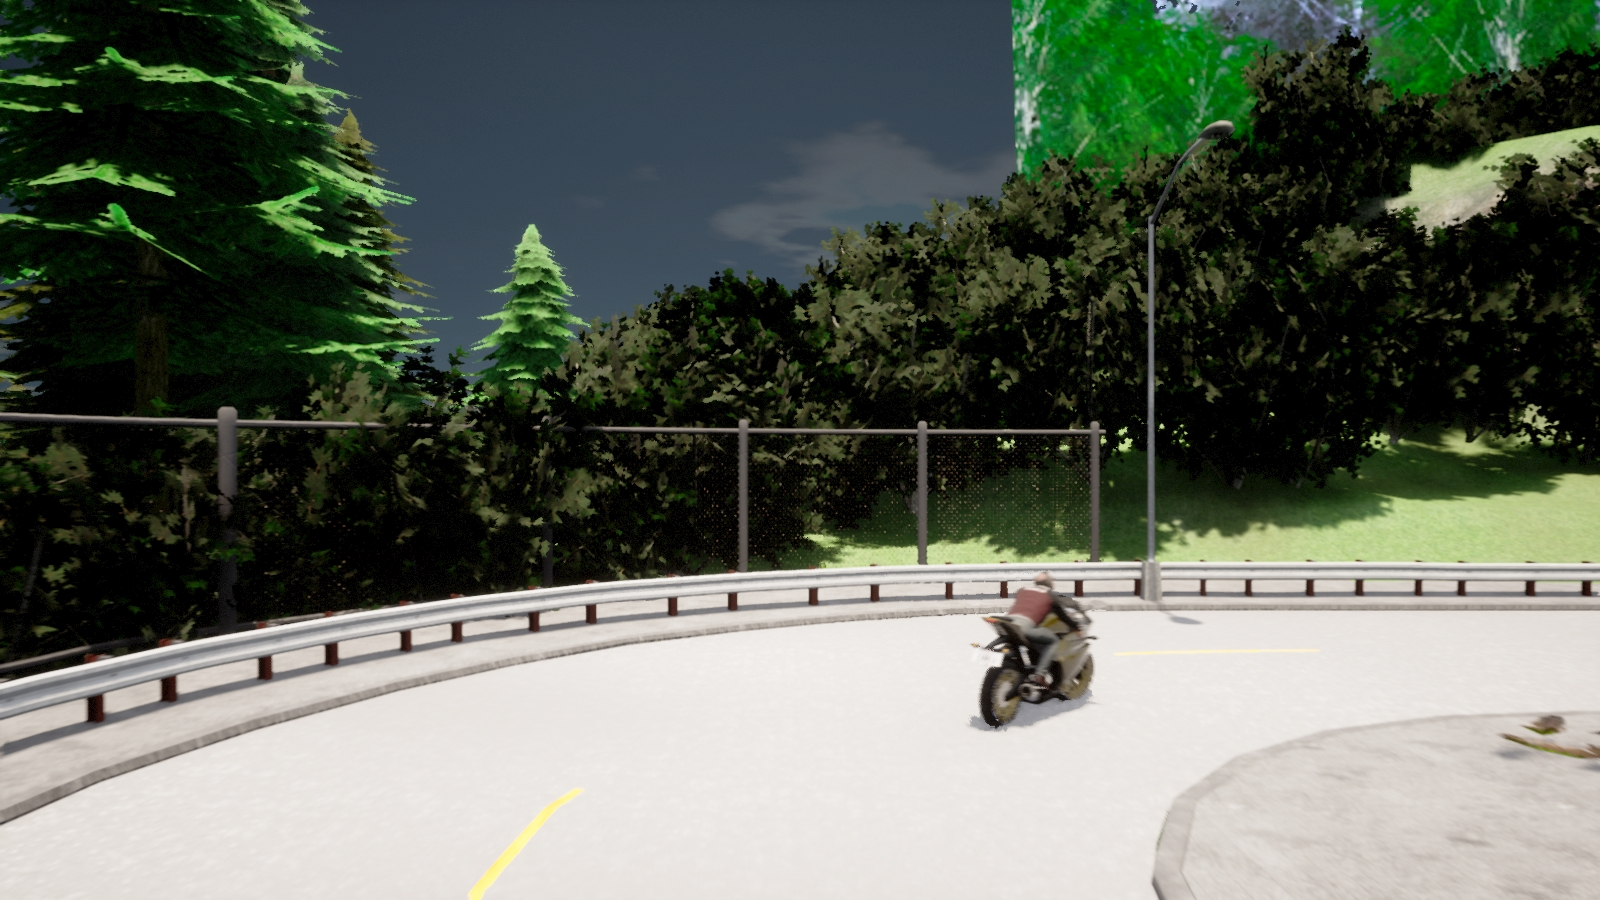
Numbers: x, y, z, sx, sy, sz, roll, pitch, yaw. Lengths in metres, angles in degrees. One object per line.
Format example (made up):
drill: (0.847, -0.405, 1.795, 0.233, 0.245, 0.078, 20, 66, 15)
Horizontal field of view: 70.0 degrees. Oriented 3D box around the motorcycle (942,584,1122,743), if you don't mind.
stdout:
motorcycle: (2.529, 2.209, 12.229, 0.867, 1.251, 2.209, 4, 3, 40)
